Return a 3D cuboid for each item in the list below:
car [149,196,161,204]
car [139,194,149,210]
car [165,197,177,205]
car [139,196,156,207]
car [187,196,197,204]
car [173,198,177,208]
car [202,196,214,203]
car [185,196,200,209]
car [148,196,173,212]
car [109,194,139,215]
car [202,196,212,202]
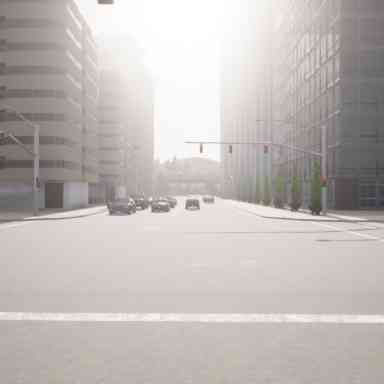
[{"bbox_3d":[-7.095,1.505,64.385,1.837,1.490,4.892,0,0,0],"label":"car"},{"bbox_3d":[-7.131,1.221,43.986,2.150,2.045,5.566,0,0,0],"label":"car"},{"bbox_3d":[-3.623,1.601,57.869,1.895,1.301,4.718,0,0,0],"label":"car"},{"bbox_3d":[-7.131,1.491,53.946,2.128,1.511,4.902,0,0,0],"label":"car"},{"bbox_3d":[0.052,1.477,63.899,1.882,1.535,5.008,0,0,0],"label":"car"},{"bbox_3d":[-3.633,1.352,48.100,2.097,1.767,4.553,0,0,0],"label":"car"},{"bbox_3d":[3.448,1.505,67.456,1.837,1.490,4.892,0,0,0],"label":"car"},{"bbox_3d":[0.062,1.504,46.114,1.837,1.490,4.892,0,0,0],"label":"car"},{"bbox_3d":[-3.630,1.505,38.896,1.837,1.490,4.892,0,0,0],"label":"car"},{"bbox_3d":[-7.127,1.352,34.397,2.097,1.767,4.553,0,0,0],"label":"car"},{"bbox_3d":[3.442,1.528,76.123,1.994,1.385,4.181,0,0,0],"label":"car"}]
